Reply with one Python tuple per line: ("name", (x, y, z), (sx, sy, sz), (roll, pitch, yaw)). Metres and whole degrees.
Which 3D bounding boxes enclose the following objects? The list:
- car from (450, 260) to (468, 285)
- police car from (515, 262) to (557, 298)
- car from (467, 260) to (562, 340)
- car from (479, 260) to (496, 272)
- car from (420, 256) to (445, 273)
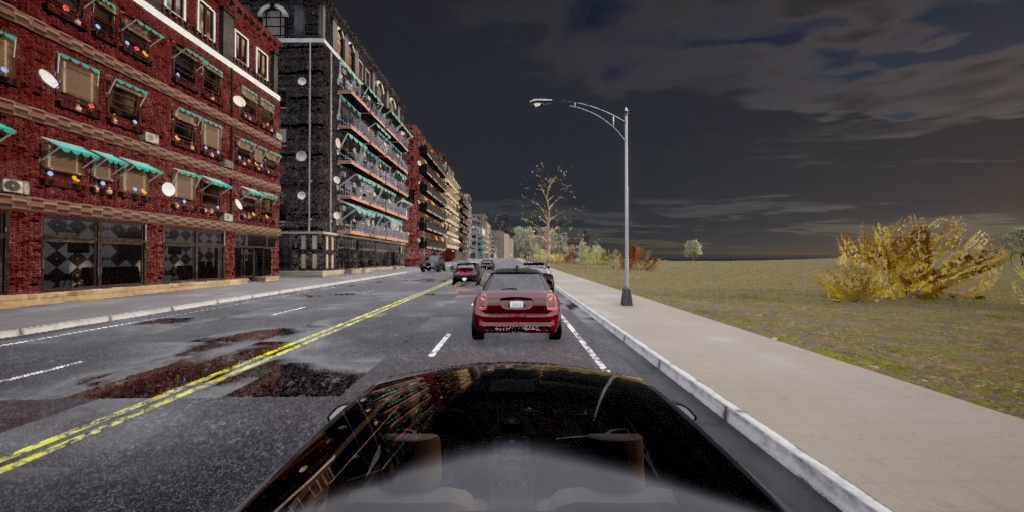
("car", (-3.099, 1.257, 25.839), (1.837, 1.490, 4.892), (0, 0, 0))
("police car", (1.174, 1.177, 19.649), (1.930, 1.638, 5.238), (0, 0, 0))
("car", (0.113, 1.103, 10.154), (2.097, 1.767, 4.553), (0, 0, 0))
("car", (-3.056, 1.253, 45.573), (1.837, 1.490, 4.892), (0, -1, 0))
("car", (-9.760, 0.973, 44.519), (2.150, 2.045, 5.566), (0, 0, 0))
